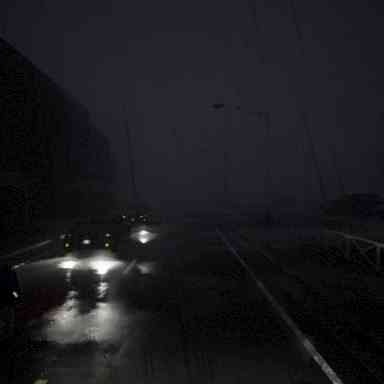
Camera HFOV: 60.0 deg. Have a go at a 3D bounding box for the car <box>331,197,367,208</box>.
[{"bbox_3d":[20.729,1.370,44.000,3.806,1.475,1.970,0,0,-1],"label":"car"}]

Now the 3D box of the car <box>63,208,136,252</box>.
[{"bbox_3d":[-3.769,1.591,13.842,1.994,1.385,4.181,0,0,-1],"label":"car"}]

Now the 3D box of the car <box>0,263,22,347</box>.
[{"bbox_3d":[-3.615,1.542,3.588,1.812,1.442,4.674,0,0,-1],"label":"car"}]

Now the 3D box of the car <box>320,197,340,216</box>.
[{"bbox_3d":[13.383,1.094,28.295,4.605,1.855,1.932,0,0,-1],"label":"car"}]

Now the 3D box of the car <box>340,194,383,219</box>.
[{"bbox_3d":[13.835,1.069,25.396,3.866,1.878,1.905,0,0,-1],"label":"car"}]

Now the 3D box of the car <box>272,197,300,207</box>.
[{"bbox_3d":[13.269,1.389,46.879,3.633,1.501,1.845,0,0,-1],"label":"car"}]

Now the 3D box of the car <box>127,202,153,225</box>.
[{"bbox_3d":[-3.893,1.543,24.169,1.837,1.490,4.892,0,0,-1],"label":"car"}]
